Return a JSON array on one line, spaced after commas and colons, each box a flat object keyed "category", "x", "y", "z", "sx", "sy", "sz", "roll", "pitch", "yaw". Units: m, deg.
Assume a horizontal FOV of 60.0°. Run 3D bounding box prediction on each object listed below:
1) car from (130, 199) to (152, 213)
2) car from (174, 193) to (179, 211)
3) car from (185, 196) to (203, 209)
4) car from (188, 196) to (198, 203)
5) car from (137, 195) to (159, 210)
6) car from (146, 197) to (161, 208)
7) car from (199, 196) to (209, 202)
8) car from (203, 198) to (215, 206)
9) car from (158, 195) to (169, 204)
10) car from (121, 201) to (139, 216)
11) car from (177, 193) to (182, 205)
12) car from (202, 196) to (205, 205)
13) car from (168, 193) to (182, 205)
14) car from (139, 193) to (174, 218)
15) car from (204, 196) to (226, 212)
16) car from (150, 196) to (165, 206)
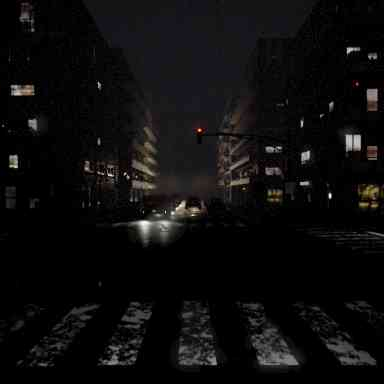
[{"category": "car", "x": -5.654, "y": 1.533, "z": 37.703, "sx": 1.752, "sy": 1.417, "sz": 4.829, "roll": 0, "pitch": 0, "yaw": 0}, {"category": "car", "x": -3.057, "y": 1.361, "z": 40.075, "sx": 2.097, "sy": 1.767, "sz": 4.553, "roll": 0, "pitch": 0, "yaw": 0}, {"category": "car", "x": 0.145, "y": 1.364, "z": 46.197, "sx": 2.097, "sy": 1.767, "sz": 4.553, "roll": 0, "pitch": 0, "yaw": 0}, {"category": "car", "x": 0.118, "y": 1.571, "z": 70.657, "sx": 2.033, "sy": 1.411, "sz": 5.357, "roll": 0, "pitch": 0, "yaw": 0}, {"category": "car", "x": -5.648, "y": 1.326, "z": 43.556, "sx": 2.192, "sy": 1.841, "sz": 5.009, "roll": 0, "pitch": 0, "yaw": 0}, {"category": "car", "x": -5.643, "y": 1.539, "z": 49.068, "sx": 1.752, "sy": 1.417, "sz": 4.829, "roll": 0, "pitch": 0, "yaw": 0}, {"category": "car", "x": 2.765, "y": 1.584, "z": 77.644, "sx": 2.008, "sy": 1.369, "sz": 4.403, "roll": 0, "pitch": 0, "yaw": 0}, {"category": "car", "x": 2.744, "y": 1.598, "z": 54.914, "sx": 1.802, "sy": 1.307, "sz": 4.206, "roll": 0, "pitch": 0, "yaw": 0}, {"category": "car", "x": -5.626, "y": 1.464, "z": 66.286, "sx": 1.967, "sy": 1.590, "sz": 4.097, "roll": 0, "pitch": 0, "yaw": 0}, {"category": "car", "x": -5.659, "y": 1.572, "z": 32.190, "sx": 1.947, "sy": 1.339, "sz": 4.313, "roll": 0, "pitch": 0, "yaw": 0}, {"category": "car", "x": -3.040, "y": 1.366, "z": 49.974, "sx": 2.097, "sy": 1.767, "sz": 4.553, "roll": 0, "pitch": 0, "yaw": 0}, {"category": "car", "x": 2.732, "y": 1.451, "z": 43.549, "sx": 1.967, "sy": 1.590, "sz": 4.097, "roll": 0, "pitch": 0, "yaw": 0}, {"category": "car", "x": -2.983, "y": 1.242, "z": 60.533, "sx": 2.150, "sy": 2.045, "sz": 5.566, "roll": 0, "pitch": 0, "yaw": 1}, {"category": "car", "x": -3.089, "y": 1.227, "z": 30.163, "sx": 2.150, "sy": 2.045, "sz": 5.566, "roll": 0, "pitch": 0, "yaw": 1}, {"category": "car", "x": 2.727, "y": 1.448, "z": 37.867, "sx": 1.967, "sy": 1.590, "sz": 4.097, "roll": 0, "pitch": 0, "yaw": 0}, {"category": "car", "x": -5.637, "y": 1.457, "z": 54.921, "sx": 1.967, "sy": 1.590, "sz": 4.097, "roll": 0, "pitch": 0, "yaw": 0}]
